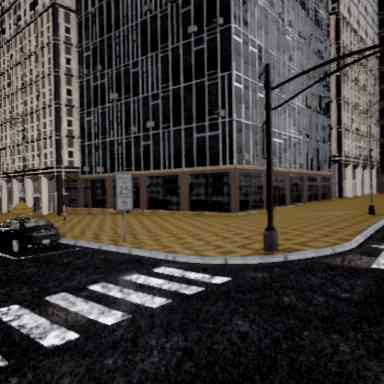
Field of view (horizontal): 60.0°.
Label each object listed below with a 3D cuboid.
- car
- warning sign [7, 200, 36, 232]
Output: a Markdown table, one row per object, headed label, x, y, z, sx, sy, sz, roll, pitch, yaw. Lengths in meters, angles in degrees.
| label | x | y | z | sx | sy | sz | roll | pitch | yaw |
| --- | --- | --- | --- | --- | --- | --- | --- | --- | --- |
| car | -7.382 | 1.774 | 14.607 | 4.403 | 1.369 | 2.008 | -2 | 1 | 42 |
| warning sign | -10.598 | 1.445 | 20.722 | 1.060 | 1.860 | 1.300 | -1 | 0 | 42 |
